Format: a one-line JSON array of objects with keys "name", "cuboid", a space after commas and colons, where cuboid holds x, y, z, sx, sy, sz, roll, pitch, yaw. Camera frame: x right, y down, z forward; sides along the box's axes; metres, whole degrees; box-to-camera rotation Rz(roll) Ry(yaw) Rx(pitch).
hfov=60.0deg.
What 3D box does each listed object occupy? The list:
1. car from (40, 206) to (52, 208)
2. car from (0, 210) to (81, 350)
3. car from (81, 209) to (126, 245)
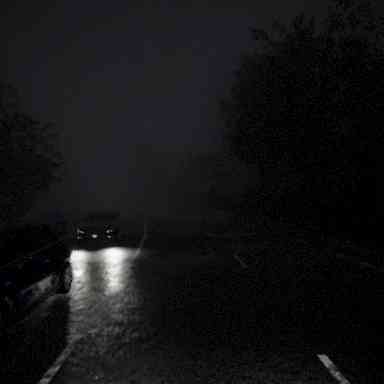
[{"name": "car", "cuboid": [-8.042, 1.755, 17.900, 1.882, 1.535, 5.008, -1, -1, -6]}, {"name": "car", "cuboid": [-3.771, 1.406, 5.862, 2.097, 1.767, 4.553, -1, 0, -2]}, {"name": "car", "cuboid": [-4.392, 1.670, 16.605, 1.837, 1.490, 4.892, -1, -1, -6]}]
